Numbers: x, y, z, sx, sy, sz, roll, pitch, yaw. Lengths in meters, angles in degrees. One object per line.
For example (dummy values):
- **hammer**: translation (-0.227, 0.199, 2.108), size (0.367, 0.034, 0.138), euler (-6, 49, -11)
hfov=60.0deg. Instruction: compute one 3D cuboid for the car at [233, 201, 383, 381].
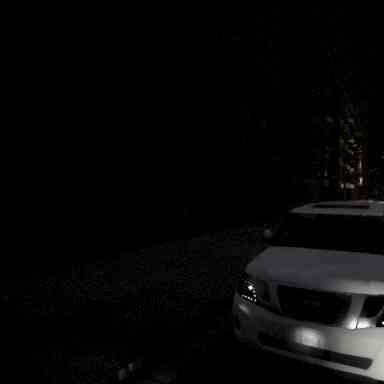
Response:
- **car**: translation (2.672, 1.223, 5.950), size (2.150, 2.045, 5.566), euler (0, 0, 31)
